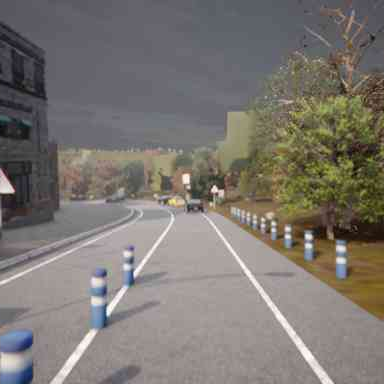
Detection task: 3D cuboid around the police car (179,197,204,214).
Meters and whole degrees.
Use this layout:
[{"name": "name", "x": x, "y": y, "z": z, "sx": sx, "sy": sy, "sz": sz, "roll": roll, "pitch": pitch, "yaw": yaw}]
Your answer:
[{"name": "police car", "x": 0.102, "y": 1.516, "z": 38.401, "sx": 1.930, "sy": 1.638, "sz": 5.238, "roll": -1, "pitch": 1, "yaw": -8}]

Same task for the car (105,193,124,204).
[{"name": "car", "x": -15.333, "y": 1.554, "z": 65.105, "sx": 2.033, "sy": 1.411, "sz": 5.357, "roll": -4, "pitch": 2, "yaw": -34}]

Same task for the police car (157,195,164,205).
[{"name": "police car", "x": -4.380, "y": 1.247, "z": 54.470, "sx": 1.930, "sy": 1.638, "sz": 5.238, "roll": -3, "pitch": 2, "yaw": -23}]

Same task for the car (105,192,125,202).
[{"name": "car", "x": -16.580, "y": 1.084, "z": 71.860, "sx": 2.097, "sy": 1.767, "sz": 4.553, "roll": -6, "pitch": 3, "yaw": -43}]

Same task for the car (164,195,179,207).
[{"name": "car", "x": -2.237, "y": 1.362, "z": 48.661, "sx": 1.801, "sy": 1.575, "sz": 5.366, "roll": -2, "pitch": 1, "yaw": -17}]

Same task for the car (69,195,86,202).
[{"name": "car", "x": -28.218, "y": 1.552, "z": 82.066, "sx": 5.008, "sy": 1.535, "sz": 1.882, "roll": -3, "pitch": 4, "yaw": 33}]
